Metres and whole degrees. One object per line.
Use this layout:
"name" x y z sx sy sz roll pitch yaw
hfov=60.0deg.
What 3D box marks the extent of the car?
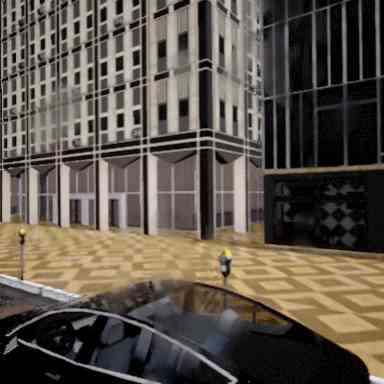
"car" -0.604 1.589 3.309 4.313 1.339 1.947 -1 -1 36
